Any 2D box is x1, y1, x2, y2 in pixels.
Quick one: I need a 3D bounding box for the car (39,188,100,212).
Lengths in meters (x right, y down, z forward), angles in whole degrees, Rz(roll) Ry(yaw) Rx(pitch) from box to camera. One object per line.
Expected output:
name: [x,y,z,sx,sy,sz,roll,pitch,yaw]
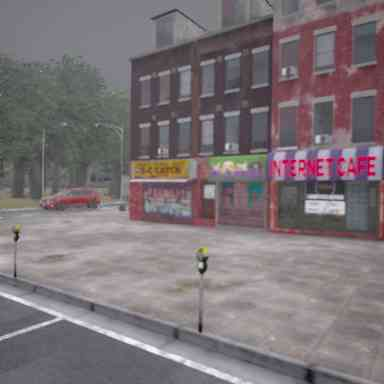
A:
car: [-11.144,0.680,30.815,2.150,2.045,5.566,1,2,35]
